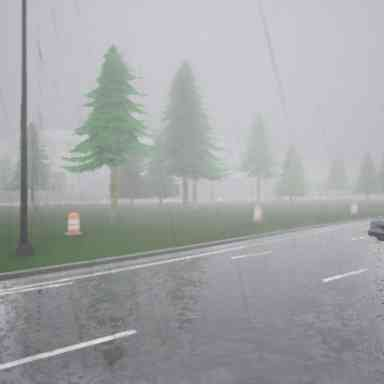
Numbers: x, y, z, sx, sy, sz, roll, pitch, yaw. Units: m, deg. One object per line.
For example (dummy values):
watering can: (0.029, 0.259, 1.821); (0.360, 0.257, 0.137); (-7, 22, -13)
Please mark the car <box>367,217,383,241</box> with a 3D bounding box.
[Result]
car: (10.192, 1.534, 15.313); (5.357, 1.411, 2.033); (0, 0, -35)
